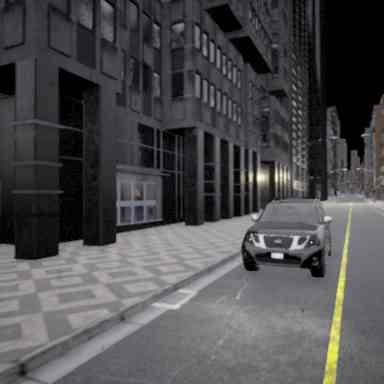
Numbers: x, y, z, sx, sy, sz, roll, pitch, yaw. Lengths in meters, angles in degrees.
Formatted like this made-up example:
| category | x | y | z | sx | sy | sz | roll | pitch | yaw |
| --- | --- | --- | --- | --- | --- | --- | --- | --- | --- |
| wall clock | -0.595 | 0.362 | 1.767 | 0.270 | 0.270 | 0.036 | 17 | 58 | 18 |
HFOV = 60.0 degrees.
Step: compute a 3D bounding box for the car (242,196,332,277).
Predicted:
| category | x | y | z | sx | sy | sz | roll | pitch | yaw |
| --- | --- | --- | --- | --- | --- | --- | --- | --- | --- |
| car | 3.374 | 1.292 | 11.036 | 2.150 | 2.045 | 5.566 | -1 | 0 | 26 |
